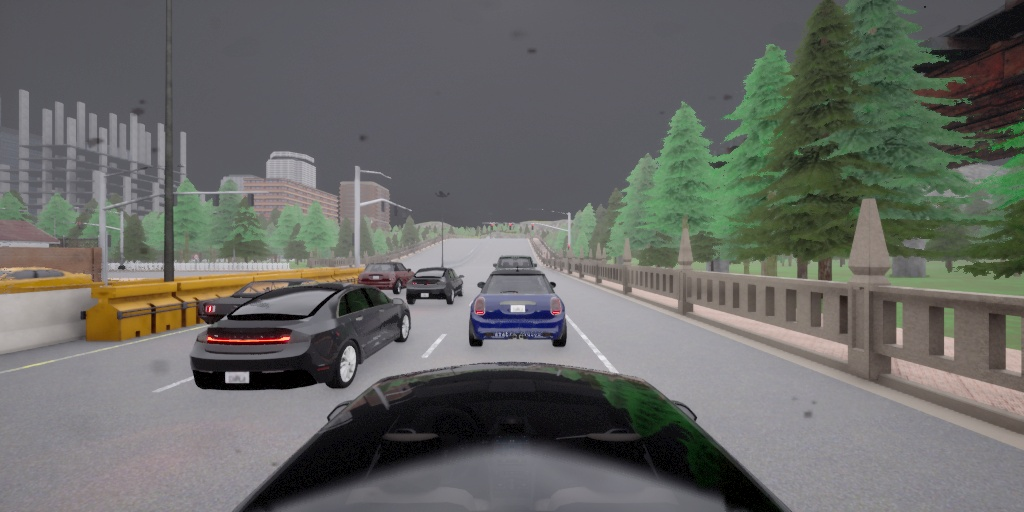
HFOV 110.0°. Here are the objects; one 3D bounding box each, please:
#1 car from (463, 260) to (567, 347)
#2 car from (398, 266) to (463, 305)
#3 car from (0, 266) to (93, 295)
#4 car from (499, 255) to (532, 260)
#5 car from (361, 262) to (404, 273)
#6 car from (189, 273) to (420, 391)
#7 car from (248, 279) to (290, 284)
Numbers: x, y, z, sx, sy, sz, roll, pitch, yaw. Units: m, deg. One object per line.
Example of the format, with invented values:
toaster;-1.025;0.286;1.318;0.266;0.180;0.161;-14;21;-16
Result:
car;0.129;1.102;9.492;2.097;1.767;4.553;0;0;0
car;-3.342;1.255;16.175;1.837;1.490;4.892;0;0;0
car;-21.010;1.227;14.983;1.882;1.535;5.008;0;0;1
car;0.169;0.972;18.982;2.150;2.045;5.566;0;0;0
car;-6.873;1.102;20.165;2.097;1.767;4.553;0;0;-1
car;-3.381;1.255;6.854;1.837;1.490;4.892;0;0;0
car;-6.860;1.351;11.172;1.895;1.301;4.718;0;0;0
